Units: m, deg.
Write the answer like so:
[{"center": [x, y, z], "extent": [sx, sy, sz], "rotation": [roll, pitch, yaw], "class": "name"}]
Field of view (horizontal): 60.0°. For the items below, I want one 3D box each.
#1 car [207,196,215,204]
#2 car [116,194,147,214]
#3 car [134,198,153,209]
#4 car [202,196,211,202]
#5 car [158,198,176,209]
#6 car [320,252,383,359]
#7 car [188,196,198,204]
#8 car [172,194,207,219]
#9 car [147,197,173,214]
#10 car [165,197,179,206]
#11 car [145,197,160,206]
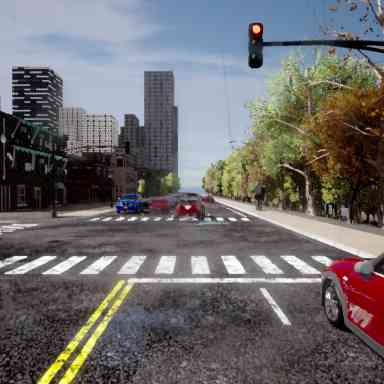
[{"center": [3.379, 1.453, 65.332], "extent": [1.882, 1.535, 5.008], "rotation": [0, 0, 0], "class": "car"}, {"center": [-6.568, 1.210, 35.782], "extent": [2.150, 2.045, 5.566], "rotation": [0, 0, 0], "class": "car"}, {"center": [-6.563, 1.585, 45.529], "extent": [1.895, 1.301, 4.718], "rotation": [0, 0, 0], "class": "car"}, {"center": [3.285, 1.523, 75.475], "extent": [1.994, 1.385, 4.181], "rotation": [0, 0, 0], "class": "car"}, {"center": [-3.311, 1.532, 45.429], "extent": [2.033, 1.411, 5.357], "rotation": [0, 0, 0], "class": "car"}, {"center": [3.350, 1.351, 4.160], "extent": [2.097, 1.767, 4.553], "rotation": [0, 0, 0], "class": "car"}, {"center": [0.131, 1.539, 65.975], "extent": [1.994, 1.385, 4.181], "rotation": [0, 0, 0], "class": "car"}, {"center": [-0.106, 1.344, 29.638], "extent": [2.097, 1.767, 4.553], "rotation": [0, 0, 7], "class": "car"}, {"center": [-3.321, 1.467, 35.531], "extent": [1.882, 1.535, 5.008], "rotation": [0, 0, 0], "class": "car"}, {"center": [-3.299, 1.527, 56.002], "extent": [2.033, 1.411, 5.357], "rotation": [0, 0, 0], "class": "car"}, {"center": [-6.546, 1.544, 55.558], "extent": [1.994, 1.385, 4.181], "rotation": [0, 0, 1], "class": "car"}]
